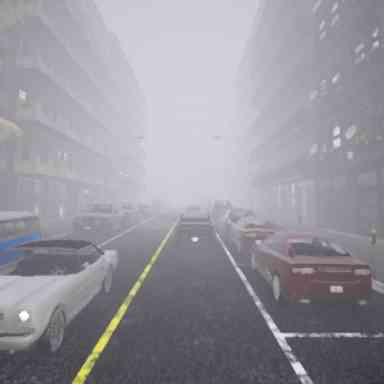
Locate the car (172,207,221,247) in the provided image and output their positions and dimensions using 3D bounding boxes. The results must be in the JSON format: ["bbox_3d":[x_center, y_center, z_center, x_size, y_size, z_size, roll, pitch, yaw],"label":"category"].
[{"bbox_3d":[0.133,1.663,15.740,1.837,1.490,4.892,0,-1,0],"label":"car"}]

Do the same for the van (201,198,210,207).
[{"bbox_3d":[2.698,2.127,69.032,1.690,1.788,3.998,1,-1,0],"label":"van"}]

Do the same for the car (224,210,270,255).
[{"bbox_3d":[2.612,1.683,13.720,1.887,1.381,4.507,1,-1,0],"label":"car"}]

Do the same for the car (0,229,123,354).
[{"bbox_3d":[-2.836,1.663,6.338,1.895,1.301,4.718,0,-1,0],"label":"car"}]

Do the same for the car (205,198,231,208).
[{"bbox_3d":[2.618,1.629,30.315,2.192,1.841,5.009,1,-1,0],"label":"car"}]

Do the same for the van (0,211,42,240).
[{"bbox_3d":[-5.275,1.422,8.270,1.690,1.788,3.998,1,-1,0],"label":"van"}]

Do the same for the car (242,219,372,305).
[{"bbox_3d":[2.600,1.627,8.190,1.887,1.381,4.507,1,-1,0],"label":"car"}]

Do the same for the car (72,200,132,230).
[{"bbox_3d":[-5.251,1.509,19.331,2.192,1.841,5.009,1,-1,0],"label":"car"}]

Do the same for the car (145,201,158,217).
[{"bbox_3d":[-5.223,1.939,35.920,1.947,1.339,4.313,1,-1,0],"label":"car"}]

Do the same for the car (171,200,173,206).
[{"bbox_3d":[-5.142,2.441,74.631,1.802,1.307,4.206,1,-1,0],"label":"car"}]

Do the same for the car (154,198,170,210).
[{"bbox_3d":[-5.182,1.885,52.511,2.192,1.841,5.009,1,-1,0],"label":"car"}]

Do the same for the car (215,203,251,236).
[{"bbox_3d":[2.633,1.636,19.252,1.967,1.590,4.097,1,-1,0],"label":"car"}]

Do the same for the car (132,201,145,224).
[{"bbox_3d":[-5.239,1.567,24.860,2.192,1.841,5.009,1,-1,0],"label":"car"}]

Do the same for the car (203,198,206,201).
[{"bbox_3d":[2.638,1.879,41.376,1.967,1.590,4.097,1,-1,0],"label":"car"}]

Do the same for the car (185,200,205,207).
[{"bbox_3d":[0.173,1.876,33.723,1.812,1.442,4.674,0,-1,0],"label":"car"}]
